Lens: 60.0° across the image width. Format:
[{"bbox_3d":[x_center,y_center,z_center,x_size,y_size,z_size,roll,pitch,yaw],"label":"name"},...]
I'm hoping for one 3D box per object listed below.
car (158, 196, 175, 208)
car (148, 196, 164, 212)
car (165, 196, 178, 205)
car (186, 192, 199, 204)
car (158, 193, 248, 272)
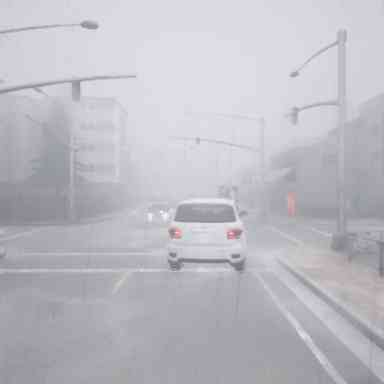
[{"bbox_3d":[-3.602,1.409,47.697,2.128,1.511,4.902,0,0,0],"label":"car"},{"bbox_3d":[-3.613,1.288,37.315,2.097,1.767,4.553,0,0,0],"label":"car"},{"bbox_3d":[-3.536,1.447,58.334,2.033,1.411,5.357,0,0,0],"label":"car"},{"bbox_3d":[0.073,1.119,60.032,2.150,2.045,5.566,0,0,0],"label":"car"},{"bbox_3d":[0.656,1.204,11.010,2.150,2.045,5.566,0,0,8],"label":"car"}]
